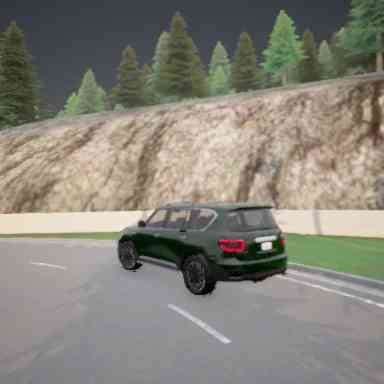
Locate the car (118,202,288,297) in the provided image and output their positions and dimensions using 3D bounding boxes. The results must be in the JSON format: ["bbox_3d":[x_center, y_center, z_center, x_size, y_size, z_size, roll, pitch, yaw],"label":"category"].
[{"bbox_3d":[-0.037,1.310,9.234,2.150,2.045,5.566,0,-1,-38],"label":"car"}]
